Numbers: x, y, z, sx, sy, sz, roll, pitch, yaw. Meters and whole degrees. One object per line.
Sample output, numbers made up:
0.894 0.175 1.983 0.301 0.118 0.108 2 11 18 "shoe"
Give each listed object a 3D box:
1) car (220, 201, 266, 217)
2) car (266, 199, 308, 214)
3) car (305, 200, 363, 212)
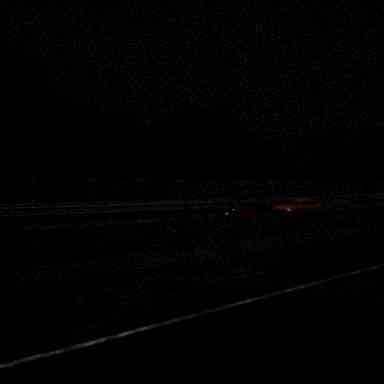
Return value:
4.699 1.478 28.599 4.718 1.301 1.895 -1 0 -34 "car"
8.728 1.327 27.113 5.008 1.535 1.882 -1 0 -34 "car"
10.672 1.378 24.207 4.674 1.442 1.812 -1 0 -34 "car"
